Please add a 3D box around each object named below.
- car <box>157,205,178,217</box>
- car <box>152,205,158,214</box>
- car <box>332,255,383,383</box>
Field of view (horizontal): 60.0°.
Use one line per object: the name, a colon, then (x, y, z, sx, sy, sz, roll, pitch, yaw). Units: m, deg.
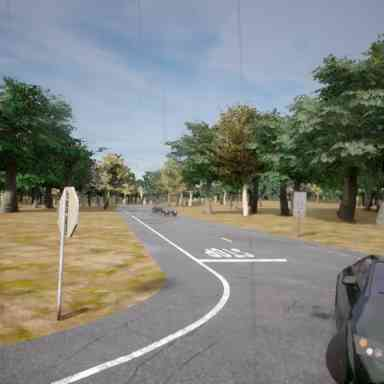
car: (-3.418, 2.850, 48.036, 1.895, 1.301, 4.718, 3, -2, -13)
car: (-5.661, 2.961, 56.886, 1.882, 1.535, 5.008, 3, -2, -14)
car: (3.110, 1.643, 4.624, 1.994, 1.385, 4.181, 1, -1, 22)
